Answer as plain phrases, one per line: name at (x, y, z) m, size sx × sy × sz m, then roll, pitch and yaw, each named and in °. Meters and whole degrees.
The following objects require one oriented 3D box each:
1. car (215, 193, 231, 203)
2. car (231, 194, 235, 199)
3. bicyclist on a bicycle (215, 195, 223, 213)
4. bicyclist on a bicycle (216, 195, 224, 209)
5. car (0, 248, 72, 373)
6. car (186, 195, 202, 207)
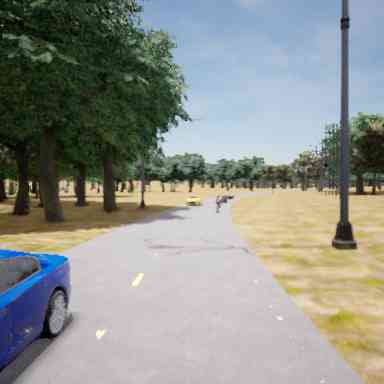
car at (5.250, 1.107, 58.705) m, size 2.128 × 1.511 × 4.902 m, roll 1°, pitch 1°, yaw 11°
car at (8.545, 0.975, 75.342) m, size 1.895 × 1.301 × 4.718 m, roll 1°, pitch 1°, yaw 13°
bicyclist on a bicycle at (2.650, 1.313, 34.105) m, size 0.582 × 1.620 × 1.656 m, roll 0°, pitch 0°, yaw 6°
bicyclist on a bicycle at (3.578, 1.233, 42.152) m, size 0.866 × 1.612 × 1.509 m, roll 0°, pitch 2°, yaw 7°
car at (-3.029, 1.467, 3.711) m, size 1.882 × 1.535 × 5.008 m, roll 0°, pitch 0°, yaw 1°
car at (0.325, 1.205, 47.255) m, size 1.882 × 1.535 × 5.008 m, roll 0°, pitch 0°, yaw 8°
